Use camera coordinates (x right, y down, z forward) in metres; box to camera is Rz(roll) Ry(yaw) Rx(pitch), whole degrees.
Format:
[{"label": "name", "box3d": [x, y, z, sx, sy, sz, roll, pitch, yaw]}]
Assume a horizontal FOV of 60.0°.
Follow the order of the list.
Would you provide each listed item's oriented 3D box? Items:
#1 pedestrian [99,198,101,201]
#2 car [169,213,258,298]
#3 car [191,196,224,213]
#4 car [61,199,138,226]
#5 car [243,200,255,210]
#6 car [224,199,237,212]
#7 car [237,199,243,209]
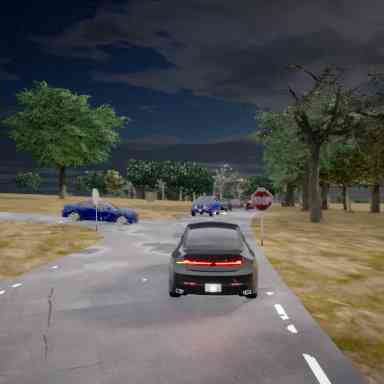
[{"label": "pedestrian", "box3d": [-8.094, 1.099, 28.436, 0.375, 1.860, 0.375, 0, -4, 7]}, {"label": "car", "box3d": [0.529, 1.510, 8.513, 1.837, 1.490, 4.892, 0, 0, 3]}, {"label": "car", "box3d": [1.518, 1.456, 35.052, 2.150, 2.045, 5.566, 0, -1, 15]}, {"label": "car", "box3d": [-6.102, 1.321, 22.301, 5.008, 1.535, 1.882, 5, 0, -2]}, {"label": "car", "box3d": [9.439, 1.966, 51.035, 1.882, 1.535, 5.008, 0, -1, 16]}, {"label": "car", "box3d": [4.297, 1.943, 44.996, 2.033, 1.411, 5.357, 0, -1, 17]}, {"label": "car", "box3d": [7.250, 1.911, 54.923, 2.097, 1.767, 4.553, 0, -1, 16]}]
